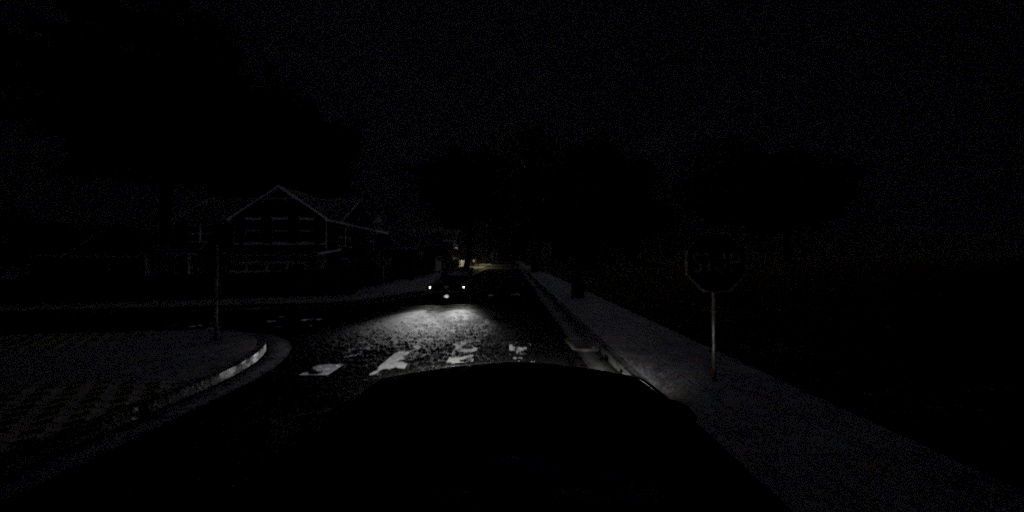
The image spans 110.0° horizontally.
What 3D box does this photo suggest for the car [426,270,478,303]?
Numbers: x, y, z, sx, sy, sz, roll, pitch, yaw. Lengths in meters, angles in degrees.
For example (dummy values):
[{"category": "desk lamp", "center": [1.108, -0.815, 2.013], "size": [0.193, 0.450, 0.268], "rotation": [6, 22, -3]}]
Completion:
[{"category": "car", "center": [-2.785, 1.395, 17.472], "size": [1.895, 1.301, 4.718], "rotation": [-1, 1, 0]}]
